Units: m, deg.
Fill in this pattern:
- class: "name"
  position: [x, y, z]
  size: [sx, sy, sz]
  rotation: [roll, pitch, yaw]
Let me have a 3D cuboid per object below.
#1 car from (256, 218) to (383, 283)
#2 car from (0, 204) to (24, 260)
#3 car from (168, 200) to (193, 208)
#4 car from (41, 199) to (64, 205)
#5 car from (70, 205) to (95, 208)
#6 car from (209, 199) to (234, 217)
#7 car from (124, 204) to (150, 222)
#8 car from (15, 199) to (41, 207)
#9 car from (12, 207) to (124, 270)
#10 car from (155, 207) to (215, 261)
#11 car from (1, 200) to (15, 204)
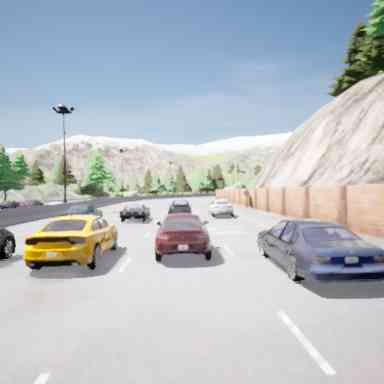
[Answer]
- class: "car"
  position: [3.254, 1.452, 9.431]
  size: [2.033, 1.411, 5.357]
  rotation: [-1, 0, -2]
- class: "car"
  position: [-7.269, 1.457, 10.000]
  size: [2.097, 1.767, 4.553]
  rotation: [-1, 0, -2]
- class: "car"
  position: [-0.962, 1.412, 28.021]
  size: [2.128, 1.511, 4.902]
  rotation: [-1, 0, -2]
- class: "car"
  position: [-19.404, 1.730, 47.765]
  size: [1.812, 1.442, 4.674]
  rotation: [-1, 0, -2]
- class: "car"
  position: [-7.833, 1.613, 24.032]
  size: [2.033, 1.411, 5.357]
  rotation: [-1, 0, -2]
- class: "car"
  position: [2.502, 1.375, 29.146]
  size: [1.812, 1.442, 4.674]
  rotation: [-1, 0, -2]
- class: "car"
  position: [-4.407, 1.592, 26.430]
  size: [1.895, 1.301, 4.718]
  rotation: [-1, 0, -2]
- class: "car"
  position: [-22.898, 1.797, 47.580]
  size: [1.812, 1.442, 4.674]
  rotation: [-1, 0, -2]
- class: "car"
  position: [-3.809, 1.511, 11.320]
  size: [1.882, 1.535, 5.008]
  rotation: [-1, 0, -2]
- class: "car"
  position: [-0.334, 1.490, 12.109]
  size: [1.812, 1.442, 4.674]
  rotation: [-1, 0, -2]
- class: "car"
  position: [-26.420, 1.900, 48.294]
  size: [1.994, 1.385, 4.181]
  rotation: [-1, 0, -2]
